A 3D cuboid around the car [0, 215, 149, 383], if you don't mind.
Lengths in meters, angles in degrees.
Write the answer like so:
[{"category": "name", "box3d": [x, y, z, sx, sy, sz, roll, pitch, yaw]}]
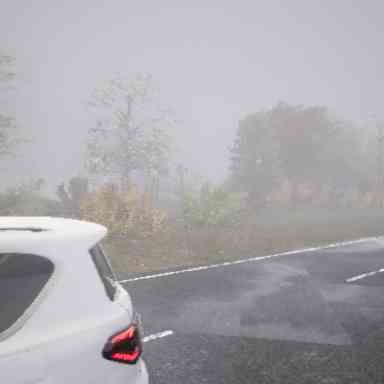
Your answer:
[{"category": "car", "box3d": [-2.921, 1.227, 1.602, 5.566, 2.045, 2.150, 0, 0, -35]}]
